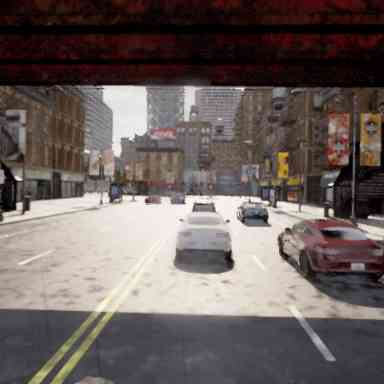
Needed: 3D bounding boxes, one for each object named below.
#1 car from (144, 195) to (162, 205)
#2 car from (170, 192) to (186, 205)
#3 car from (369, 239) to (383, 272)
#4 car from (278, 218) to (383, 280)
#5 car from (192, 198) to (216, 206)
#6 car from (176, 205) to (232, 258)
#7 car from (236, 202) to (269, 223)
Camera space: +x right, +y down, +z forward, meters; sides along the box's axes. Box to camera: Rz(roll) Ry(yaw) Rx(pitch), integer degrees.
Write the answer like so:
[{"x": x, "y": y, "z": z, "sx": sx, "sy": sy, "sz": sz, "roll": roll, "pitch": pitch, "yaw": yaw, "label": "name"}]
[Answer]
[{"x": -5.504, "y": 1.081, "z": 46.998, "sx": 1.895, "sy": 1.301, "sz": 4.718, "roll": 1, "pitch": 1, "yaw": 2, "label": "car"}, {"x": -1.996, "y": 0.886, "z": 47.938, "sx": 2.097, "sy": 1.767, "sz": 4.553, "roll": 1, "pitch": 1, "yaw": 2, "label": "car"}, {"x": 6.795, "y": 1.280, "z": 7.609, "sx": 2.435, "sy": 2.045, "sz": 5.566, "roll": 1, "pitch": 1, "yaw": 2, "label": "car"}, {"x": 3.858, "y": 1.505, "z": 9.833, "sx": 1.812, "sy": 1.442, "sz": 4.674, "roll": 1, "pitch": 1, "yaw": 3, "label": "car"}, {"x": 1.005, "y": 1.257, "z": 28.198, "sx": 2.128, "sy": 1.511, "sz": 4.902, "roll": 1, "pitch": 1, "yaw": 2, "label": "car"}, {"x": 0.457, "y": 1.424, "z": 12.262, "sx": 1.812, "sy": 1.442, "sz": 4.674, "roll": 1, "pitch": 0, "yaw": 3, "label": "car"}, {"x": 4.349, "y": 1.406, "z": 24.345, "sx": 2.033, "sy": 1.411, "sz": 5.357, "roll": 1, "pitch": 1, "yaw": 3, "label": "car"}]
